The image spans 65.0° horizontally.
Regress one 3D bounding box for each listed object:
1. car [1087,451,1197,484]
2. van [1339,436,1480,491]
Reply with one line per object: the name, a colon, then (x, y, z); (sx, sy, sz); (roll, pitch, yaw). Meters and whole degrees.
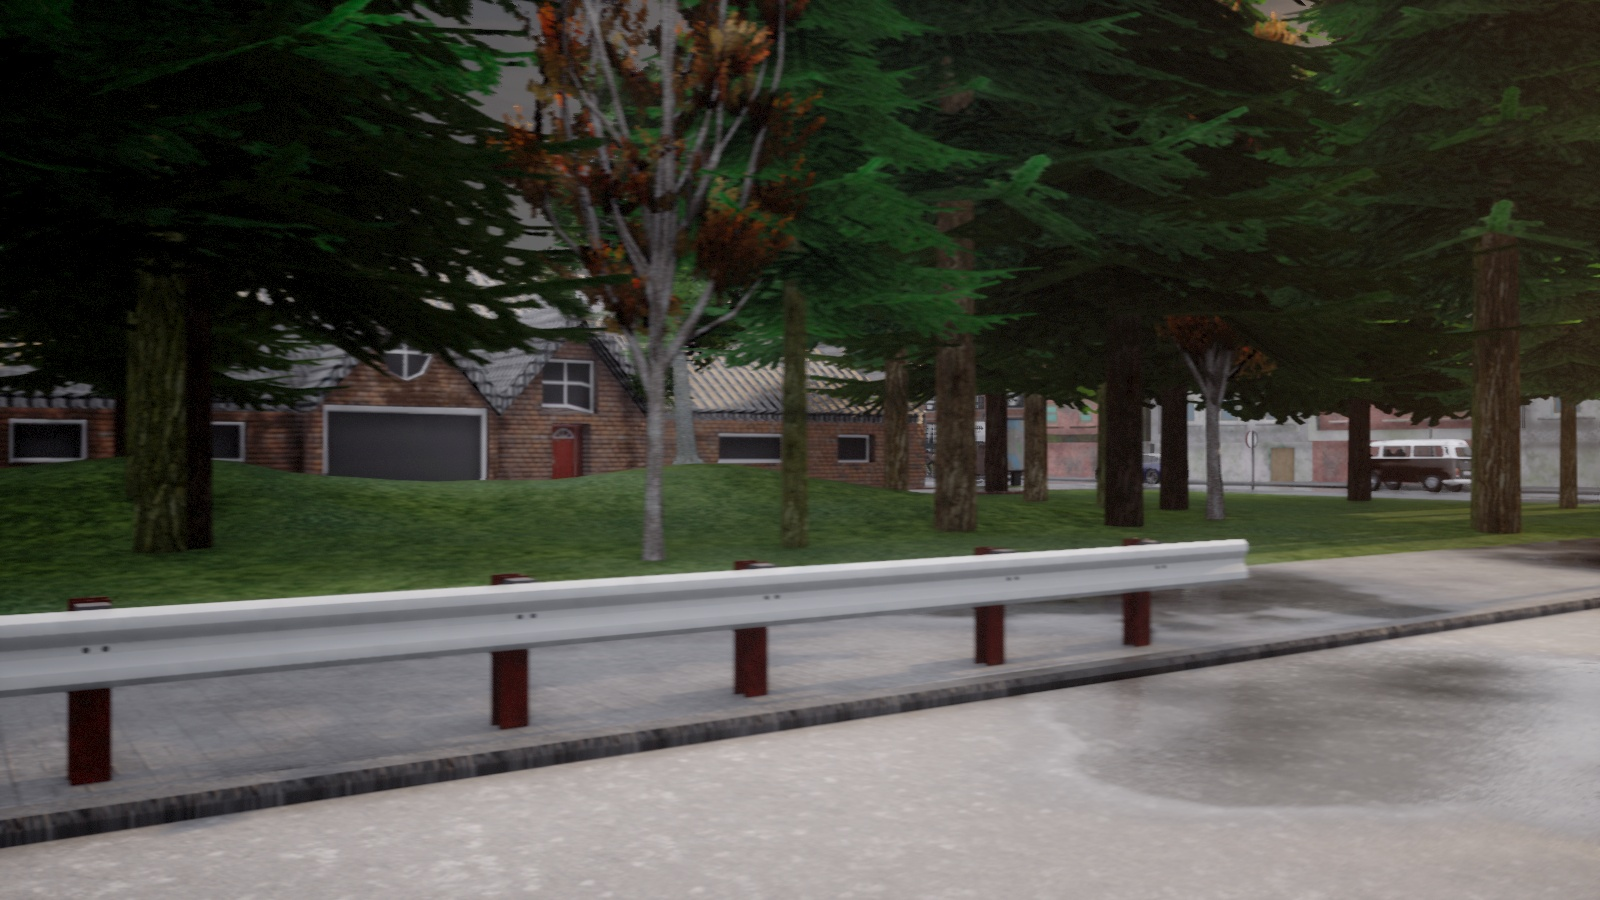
car: (16.223, 0.819, 59.787); (2.163, 1.488, 4.792); (0, 0, -35)
van: (23.680, 0.500, 48.940); (2.069, 2.038, 4.480); (0, 0, -35)
